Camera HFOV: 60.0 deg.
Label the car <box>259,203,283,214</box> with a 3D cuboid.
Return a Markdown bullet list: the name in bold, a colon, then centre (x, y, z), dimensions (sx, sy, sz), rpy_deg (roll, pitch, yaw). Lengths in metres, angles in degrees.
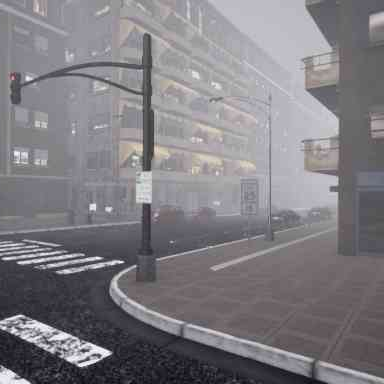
- **car**: centre (10.556, 2.327, 46.188), dimensions (1.887, 1.381, 4.507), rpy_deg (-1, -1, 35)

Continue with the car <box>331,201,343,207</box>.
- **car**: centre (36.430, 3.022, 83.491), dimensions (1.967, 1.590, 4.097), rpy_deg (-1, -1, 35)

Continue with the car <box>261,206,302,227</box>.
- **car**: centre (7.671, 2.095, 27.463), dimensions (1.947, 1.339, 4.313), rpy_deg (-1, -2, 35)

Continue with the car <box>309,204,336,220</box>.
- **car**: centre (14.147, 2.295, 36.784), dimensions (1.947, 1.339, 4.313), rpy_deg (-1, -2, 35)

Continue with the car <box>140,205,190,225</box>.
- **car**: centre (-2.393, 1.821, 27.551), dimensions (1.967, 1.590, 4.097), rpy_deg (-1, -1, 35)

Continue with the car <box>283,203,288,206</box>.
- **car**: centre (13.697, 2.404, 50.709), dimensions (1.752, 1.417, 4.829), rpy_deg (-1, -1, 35)

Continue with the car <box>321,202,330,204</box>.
- **car**: centre (19.490, 2.545, 48.936), dimensions (1.895, 1.301, 4.718), rpy_deg (0, -1, 35)

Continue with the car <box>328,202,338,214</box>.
- **car**: centre (20.719, 2.458, 46.245), dimensions (1.752, 1.417, 4.829), rpy_deg (-1, -2, 35)

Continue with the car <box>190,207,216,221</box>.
- **car**: centre (0.844, 2.063, 32.207), dimensions (1.802, 1.307, 4.206), rpy_deg (-1, -1, 35)
